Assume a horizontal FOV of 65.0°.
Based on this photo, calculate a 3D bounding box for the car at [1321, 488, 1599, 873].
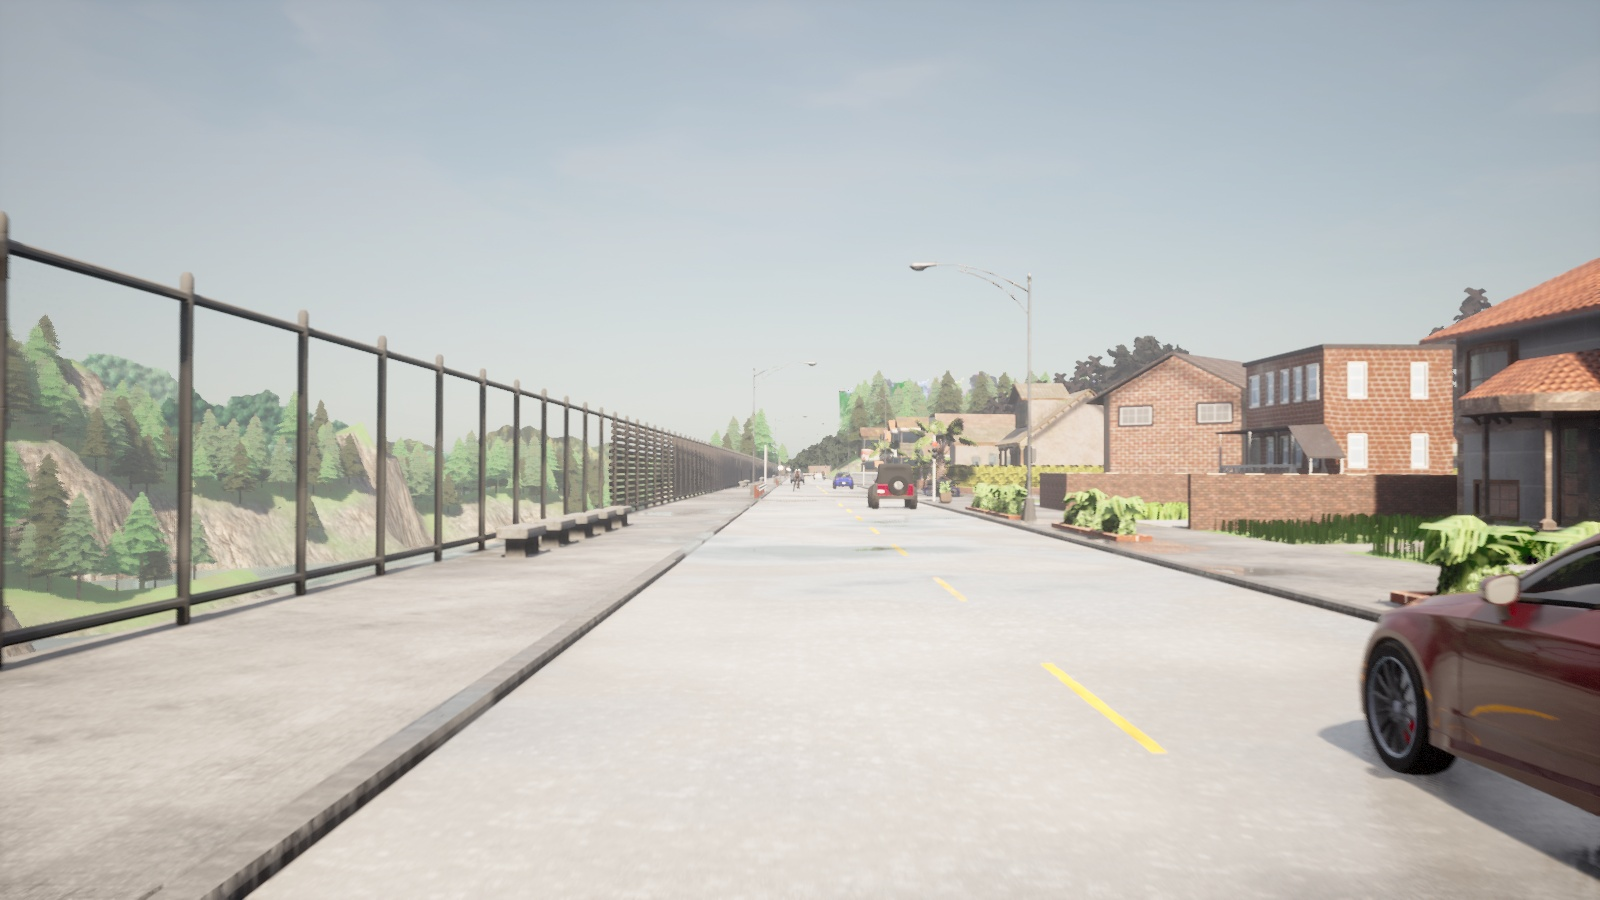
[{"bbox_3d":[3.985,0.910,5.074,1.812,1.442,4.674,0,-1,0],"label":"car"}]

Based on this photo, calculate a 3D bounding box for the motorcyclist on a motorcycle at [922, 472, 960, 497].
[{"bbox_3d":[8.615,2.100,76.764,2.191,1.530,0.866,0,-2,13],"label":"motorcyclist on a motorcycle"}]

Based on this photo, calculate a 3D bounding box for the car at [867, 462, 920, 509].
[{"bbox_3d":[3.903,1.482,52.995,1.905,1.878,3.866,0,-1,0],"label":"car"}]
